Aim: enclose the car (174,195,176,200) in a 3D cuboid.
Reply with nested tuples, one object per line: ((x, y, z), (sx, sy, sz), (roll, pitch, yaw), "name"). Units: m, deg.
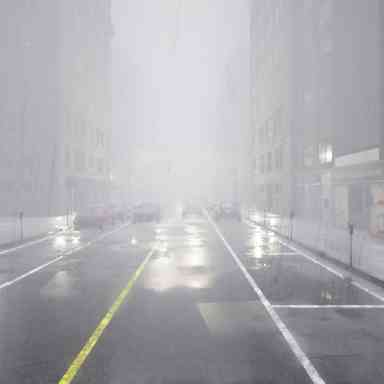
((-5.714, 1.473, 83.275), (1.967, 1.590, 4.097), (0, 0, 0), "car")

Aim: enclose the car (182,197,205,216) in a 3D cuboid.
((0.055, 1.532, 32.155), (1.812, 1.442, 4.674), (0, 0, 1), "car")

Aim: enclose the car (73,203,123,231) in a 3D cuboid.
((-5.864, 1.547, 20.534), (1.887, 1.381, 4.507), (0, 0, 0), "car")

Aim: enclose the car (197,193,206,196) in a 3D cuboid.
((2.789, 1.470, 77.573), (1.967, 1.590, 4.097), (0, 0, 0), "car")

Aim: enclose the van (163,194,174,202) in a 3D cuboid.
((-5.737, 1.371, 77.607), (1.690, 1.788, 3.998), (0, 0, 0), "van")

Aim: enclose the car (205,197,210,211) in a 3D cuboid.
((2.657, 1.590, 37.330), (1.802, 1.307, 4.206), (0, 0, 0), "car")

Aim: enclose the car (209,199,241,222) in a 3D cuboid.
((2.660, 1.444, 26.141), (1.967, 1.590, 4.097), (0, 0, 0), "car")

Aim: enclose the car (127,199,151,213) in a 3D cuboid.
((-5.869, 1.559, 37.322), (2.008, 1.369, 4.403), (0, 0, 0), "car")

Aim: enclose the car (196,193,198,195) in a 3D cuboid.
((2.836, 1.477, 88.911), (1.967, 1.590, 4.097), (0, 0, 0), "car")

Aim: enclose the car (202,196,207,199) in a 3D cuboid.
((2.655, 1.561, 42.924), (2.008, 1.369, 4.403), (0, 0, 0), "car")

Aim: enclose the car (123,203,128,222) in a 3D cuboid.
((-5.866, 1.549, 26.130), (1.887, 1.381, 4.507), (0, 0, 0), "car")

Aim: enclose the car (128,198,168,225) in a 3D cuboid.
((-3.107, 1.481, 24.348), (1.882, 1.535, 5.008), (0, 0, 0), "car")
